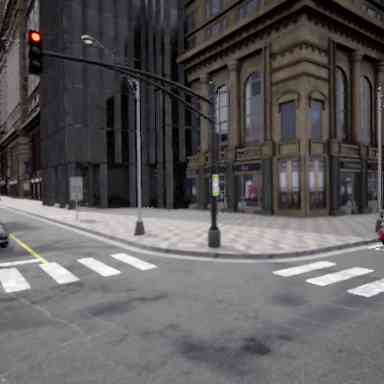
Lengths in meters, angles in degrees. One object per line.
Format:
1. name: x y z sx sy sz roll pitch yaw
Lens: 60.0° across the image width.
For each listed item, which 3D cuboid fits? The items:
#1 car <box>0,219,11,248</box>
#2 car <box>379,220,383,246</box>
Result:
1. car: -8.988 1.523 13.993 2.033 1.411 5.357 -1 1 -36
2. car: 9.649 1.274 13.551 5.009 1.841 2.192 0 -1 -35
